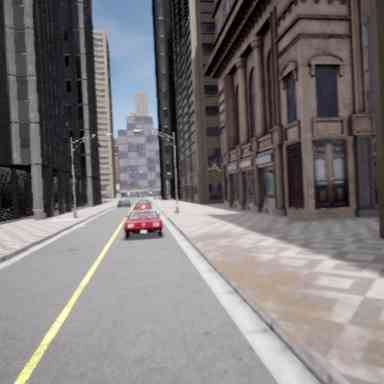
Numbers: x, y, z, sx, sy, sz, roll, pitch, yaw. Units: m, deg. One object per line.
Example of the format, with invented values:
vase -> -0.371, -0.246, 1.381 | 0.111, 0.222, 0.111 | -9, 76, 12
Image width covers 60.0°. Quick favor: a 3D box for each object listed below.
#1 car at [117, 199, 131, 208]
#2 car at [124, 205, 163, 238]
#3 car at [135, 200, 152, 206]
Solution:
car -> -11.137, 1.812, 54.586 | 1.994, 1.385, 4.181 | -3, 0, -8
car -> -2.622, 1.607, 18.059 | 1.895, 1.301, 4.718 | -3, 0, -8
car -> -5.480, 1.605, 37.419 | 1.994, 1.385, 4.181 | -3, 0, -8
